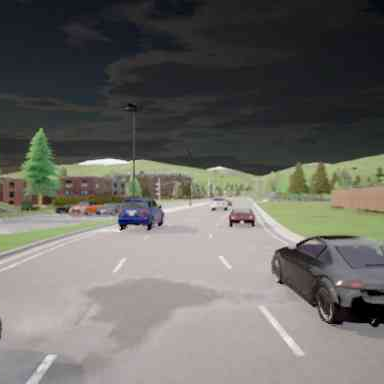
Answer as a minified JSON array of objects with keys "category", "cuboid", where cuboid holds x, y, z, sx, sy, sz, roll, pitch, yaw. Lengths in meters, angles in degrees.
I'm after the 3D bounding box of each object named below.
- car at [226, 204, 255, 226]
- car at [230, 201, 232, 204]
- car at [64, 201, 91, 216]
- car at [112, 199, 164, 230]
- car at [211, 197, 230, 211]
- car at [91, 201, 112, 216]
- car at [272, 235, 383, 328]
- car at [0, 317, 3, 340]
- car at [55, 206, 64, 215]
[{"category":"car","cuboid":[3.879,1.884,25.882,1.895,1.301,4.718,0,-1,8]},{"category":"car","cuboid":[7.532,2.351,71.328,1.994,1.385,4.181,0,-1,9]},{"category":"car","cuboid":[-12.859,1.908,40.015,2.097,1.767,4.553,0,-1,9]},{"category":"car","cuboid":[-3.466,1.523,23.479,2.150,2.045,5.566,0,-1,7]},{"category":"car","cuboid":[4.203,1.792,50.264,2.150,2.045,5.566,0,-1,9]},{"category":"car","cuboid":[-9.471,2.015,39.047,2.128,1.511,4.902,0,-1,9]},{"category":"car","cuboid":[3.184,1.632,7.269,1.994,1.385,4.181,0,-1,-3]},{"category":"car","cuboid":[-3.421,1.581,2.690,1.812,1.442,4.674,0,-1,-4]},{"category":"car","cuboid":[-15.856,2.216,43.374,1.895,1.301,4.718,0,-1,9]}]
